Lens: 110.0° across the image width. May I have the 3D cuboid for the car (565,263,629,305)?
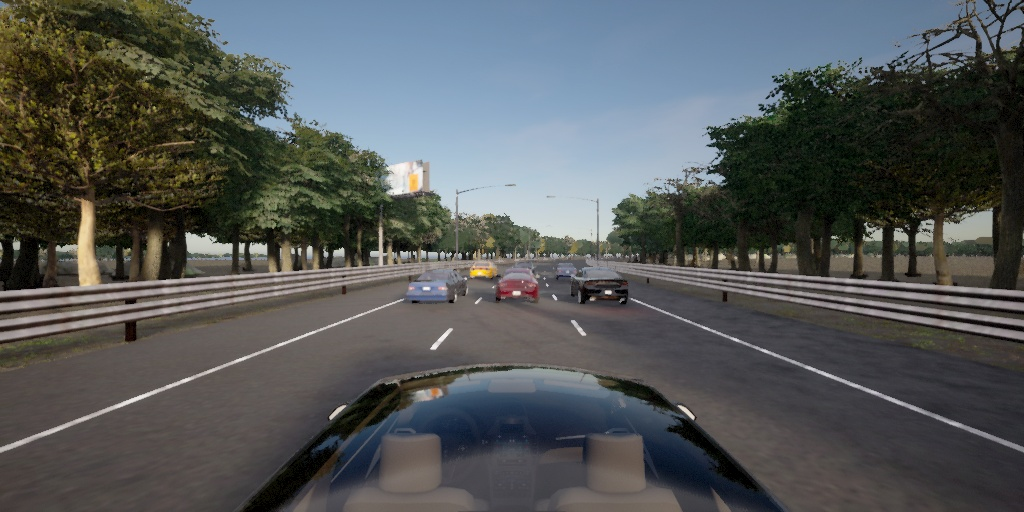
[{"bbox_3d":[3.768,1.233,16.163,1.882,1.535,5.008,0,0,2],"label":"car"}]

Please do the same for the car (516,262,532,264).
[{"bbox_3d":[1.084,1.246,31.076,2.128,1.511,4.902,0,0,4],"label":"car"}]

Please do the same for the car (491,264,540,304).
[{"bbox_3d":[0.271,1.281,16.291,1.812,1.442,4.674,0,0,2],"label":"car"}]

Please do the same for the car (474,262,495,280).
[{"bbox_3d":[-2.407,1.235,31.332,1.882,1.535,5.008,0,0,4],"label":"car"}]

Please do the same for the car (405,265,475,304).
[{"bbox_3d":[-3.227,1.311,16.420,2.033,1.411,5.357,0,0,2],"label":"car"}]

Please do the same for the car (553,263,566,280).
[{"bbox_3d":[4.575,1.314,30.820,2.033,1.411,5.357,0,0,4],"label":"car"}]
